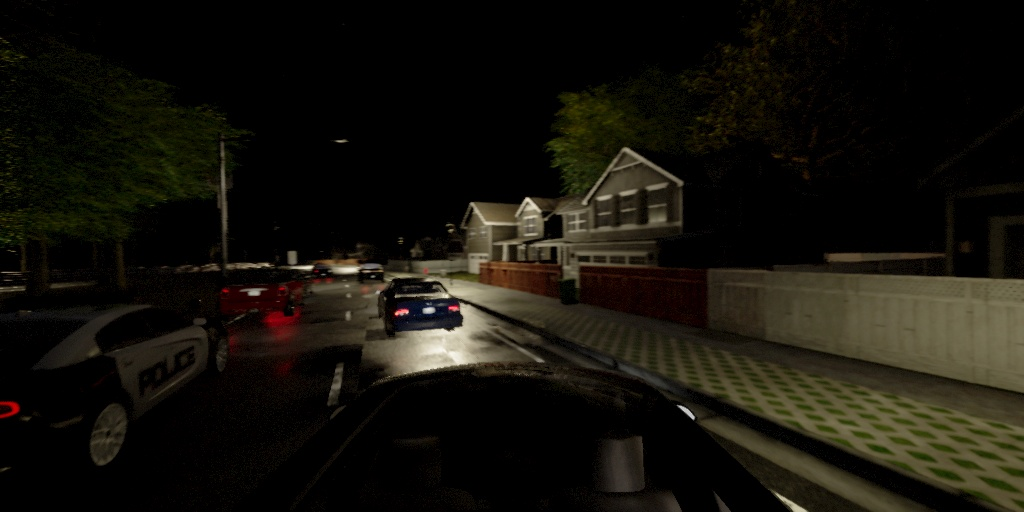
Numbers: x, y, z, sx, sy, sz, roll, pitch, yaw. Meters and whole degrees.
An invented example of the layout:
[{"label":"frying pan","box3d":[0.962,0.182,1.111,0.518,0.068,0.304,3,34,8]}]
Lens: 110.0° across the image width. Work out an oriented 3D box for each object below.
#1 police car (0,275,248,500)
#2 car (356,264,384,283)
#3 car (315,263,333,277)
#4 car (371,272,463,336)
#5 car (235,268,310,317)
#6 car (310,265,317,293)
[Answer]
[{"label":"police car","box3d":[-5.345,1.266,4.531,1.930,1.638,5.238,-1,0,-23]},{"label":"car","box3d":[-11.726,1.388,29.649,2.128,1.511,4.902,-1,0,-26]},{"label":"car","box3d":[-20.443,1.622,38.839,1.895,1.301,4.718,-1,0,-28]},{"label":"car","box3d":[-2.940,1.341,10.719,2.033,1.411,5.357,-1,0,-23]},{"label":"car","box3d":[-9.254,1.248,13.604,2.097,1.767,4.553,-1,0,-24]},{"label":"car","box3d":[-11.758,1.432,19.100,1.837,1.490,4.892,-1,0,-25]}]
